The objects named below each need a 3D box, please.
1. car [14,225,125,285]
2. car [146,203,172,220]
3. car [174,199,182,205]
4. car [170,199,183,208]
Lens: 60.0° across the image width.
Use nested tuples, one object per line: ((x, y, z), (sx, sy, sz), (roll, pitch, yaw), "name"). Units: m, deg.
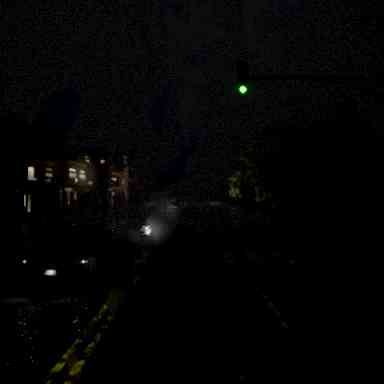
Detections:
((-3.252, 1.682, 9.653), (1.994, 1.385, 4.181), (0, -1, 0), "car")
((-3.277, 1.979, 31.841), (1.895, 1.301, 4.718), (0, 0, 0), "car")
((-3.458, 2.440, 84.203), (1.837, 1.490, 4.892), (0, -1, 0), "car")
((-3.388, 2.272, 63.888), (2.033, 1.411, 5.357), (0, 0, 0), "car")
